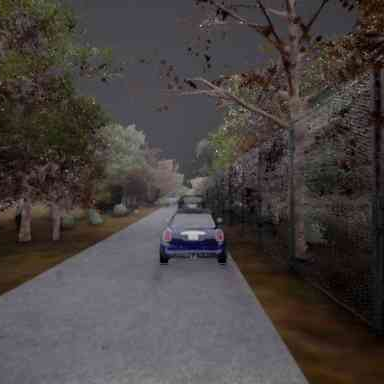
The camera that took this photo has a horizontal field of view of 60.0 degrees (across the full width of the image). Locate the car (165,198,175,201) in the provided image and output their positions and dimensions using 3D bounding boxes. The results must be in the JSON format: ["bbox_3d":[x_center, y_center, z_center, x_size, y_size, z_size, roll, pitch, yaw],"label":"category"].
[{"bbox_3d":[-3.028,1.648,52.056,1.837,1.490,4.892,0,-1,0],"label":"car"}]

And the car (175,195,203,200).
[{"bbox_3d":[0.004,1.232,26.890,2.150,2.045,5.566,0,0,0],"label":"car"}]

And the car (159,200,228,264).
[{"bbox_3d":[0.049,1.357,12.013,2.097,1.767,4.553,0,0,0],"label":"car"}]
